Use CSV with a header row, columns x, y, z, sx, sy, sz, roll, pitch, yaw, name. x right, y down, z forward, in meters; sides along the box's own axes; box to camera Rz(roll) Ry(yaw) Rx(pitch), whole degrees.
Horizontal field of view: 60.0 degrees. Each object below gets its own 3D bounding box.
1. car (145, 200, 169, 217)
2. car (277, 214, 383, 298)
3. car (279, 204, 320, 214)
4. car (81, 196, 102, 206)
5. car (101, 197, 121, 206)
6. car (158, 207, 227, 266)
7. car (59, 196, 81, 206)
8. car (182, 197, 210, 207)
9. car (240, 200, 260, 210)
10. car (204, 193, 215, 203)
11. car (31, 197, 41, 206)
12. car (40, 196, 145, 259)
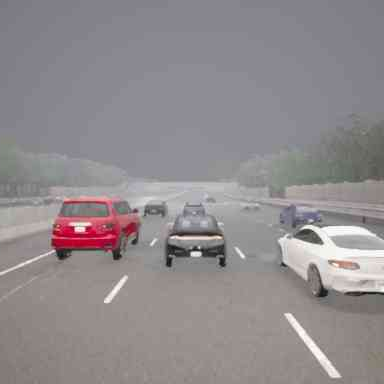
x,y,z,sx,sy,sz,roll,pitch,yaw,name
-3.295,1.492,31.209,1.882,1.535,5.008,0,0,0,car
3.509,1.524,8.387,1.812,1.442,4.674,0,0,0,car
7.041,1.530,21.829,1.812,1.442,4.674,0,0,2,car
-17.194,1.524,57.164,1.882,1.535,5.008,0,0,1,car
-13.697,1.594,56.816,2.033,1.411,5.357,0,0,1,car
0.116,1.489,11.529,2.128,1.511,4.902,0,0,0,car
-20.697,1.523,56.807,1.882,1.535,5.008,0,0,1,car
0.195,1.504,29.633,2.128,1.511,4.902,0,0,0,car
7.287,1.635,42.464,1.895,1.301,4.718,0,0,1,car
4.046,1.564,72.566,1.837,1.490,4.892,0,0,1,car
-24.239,1.532,54.017,2.128,1.511,4.902,0,0,1,car
-3.381,1.218,12.736,2.150,2.045,5.566,0,0,0,car
